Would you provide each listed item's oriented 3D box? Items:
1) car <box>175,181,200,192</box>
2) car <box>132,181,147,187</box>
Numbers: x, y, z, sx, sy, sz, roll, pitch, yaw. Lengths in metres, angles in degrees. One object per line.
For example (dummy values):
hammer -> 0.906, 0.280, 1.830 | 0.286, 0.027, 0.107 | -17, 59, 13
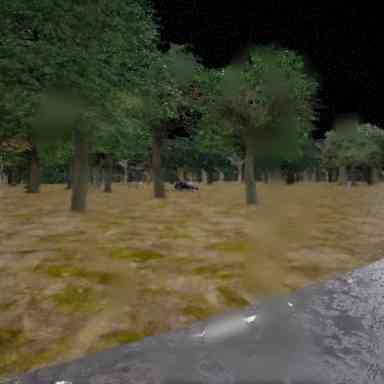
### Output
car -> -1.017, -1.192, 67.888 | 5.566, 2.045, 2.150 | 4, 2, 41
car -> -12.497, -1.862, 78.293 | 4.553, 1.767, 2.097 | 3, 1, 44
